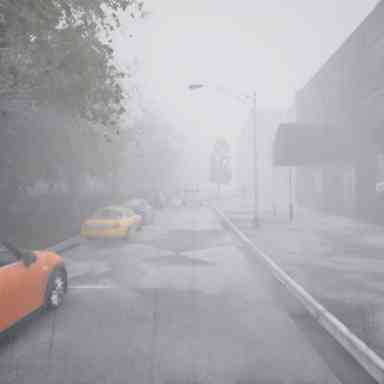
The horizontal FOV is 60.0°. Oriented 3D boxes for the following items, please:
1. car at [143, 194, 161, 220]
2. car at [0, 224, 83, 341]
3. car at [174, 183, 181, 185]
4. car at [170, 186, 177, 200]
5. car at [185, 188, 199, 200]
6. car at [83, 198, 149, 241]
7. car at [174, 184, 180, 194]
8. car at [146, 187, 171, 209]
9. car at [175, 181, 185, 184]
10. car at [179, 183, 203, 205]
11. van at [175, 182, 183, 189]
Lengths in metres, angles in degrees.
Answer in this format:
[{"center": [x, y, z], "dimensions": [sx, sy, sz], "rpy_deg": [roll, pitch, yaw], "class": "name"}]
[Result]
[{"center": [-3.629, 1.205, 21.761], "dimensions": [2.231, 1.521, 4.892], "rpy_deg": [1, 2, 2], "class": "car"}, {"center": [-3.627, 1.352, 5.001], "dimensions": [2.185, 1.767, 4.553], "rpy_deg": [1, 0, 2], "class": "car"}, {"center": [-3.637, -0.488, 66.354], "dimensions": [2.163, 1.488, 4.792], "rpy_deg": [0, 2, 2], "class": "car"}, {"center": [-3.643, 0.376, 44.050], "dimensions": [2.231, 1.521, 4.892], "rpy_deg": [0, 2, 2], "class": "car"}, {"center": [0.013, 0.220, 48.628], "dimensions": [1.837, 1.490, 4.892], "rpy_deg": [0, 3, 0], "class": "car"}, {"center": [-3.627, 1.328, 16.023], "dimensions": [1.946, 1.575, 5.366], "rpy_deg": [1, 1, 2], "class": "car"}, {"center": [-3.633, -0.078, 55.375], "dimensions": [1.946, 1.575, 5.366], "rpy_deg": [0, 2, 2], "class": "car"}, {"center": [-3.647, 0.686, 32.887], "dimensions": [2.185, 1.767, 4.553], "rpy_deg": [0, 2, 2], "class": "car"}, {"center": [-3.634, -1.198, 83.017], "dimensions": [2.097, 1.535, 5.008], "rpy_deg": [0, 2, 2], "class": "car"}, {"center": [0.008, 0.357, 37.933], "dimensions": [2.150, 2.045, 5.566], "rpy_deg": [0, 2, 0], "class": "car"}, {"center": [-3.628, -1.883, 94.261], "dimensions": [1.878, 1.987, 4.442], "rpy_deg": [0, 2, 2], "class": "van"}]
